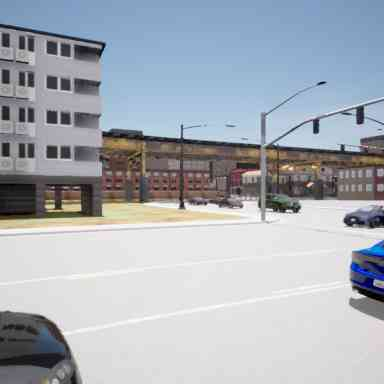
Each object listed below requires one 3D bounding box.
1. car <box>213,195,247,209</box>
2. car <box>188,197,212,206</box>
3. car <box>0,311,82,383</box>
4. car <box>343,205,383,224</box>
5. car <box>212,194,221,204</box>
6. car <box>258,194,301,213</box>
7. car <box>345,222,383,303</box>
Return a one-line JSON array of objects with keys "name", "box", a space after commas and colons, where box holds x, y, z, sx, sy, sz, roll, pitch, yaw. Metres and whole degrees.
[{"name": "car", "box": [5.295, 1.526, 46.450, 1.812, 1.442, 4.674, 0, 0, -25]}, {"name": "car", "box": [0.874, 1.547, 55.900, 2.033, 1.411, 5.357, 0, 0, -20]}, {"name": "car", "box": [-2.998, 1.564, 2.421, 4.181, 1.385, 1.994, 0, 0, -32]}, {"name": "car", "box": [11.817, 1.557, 21.448, 4.181, 1.385, 1.994, 0, -1, -23]}, {"name": "car", "box": [4.403, 1.547, 57.389, 2.033, 1.411, 5.357, 0, 0, -21]}, {"name": "car", "box": [9.668, 1.222, 37.296, 2.150, 2.045, 5.566, 0, 0, -26]}, {"name": "car", "box": [5.578, 1.478, 6.923, 5.008, 1.535, 1.882, 0, 0, -25]}]
